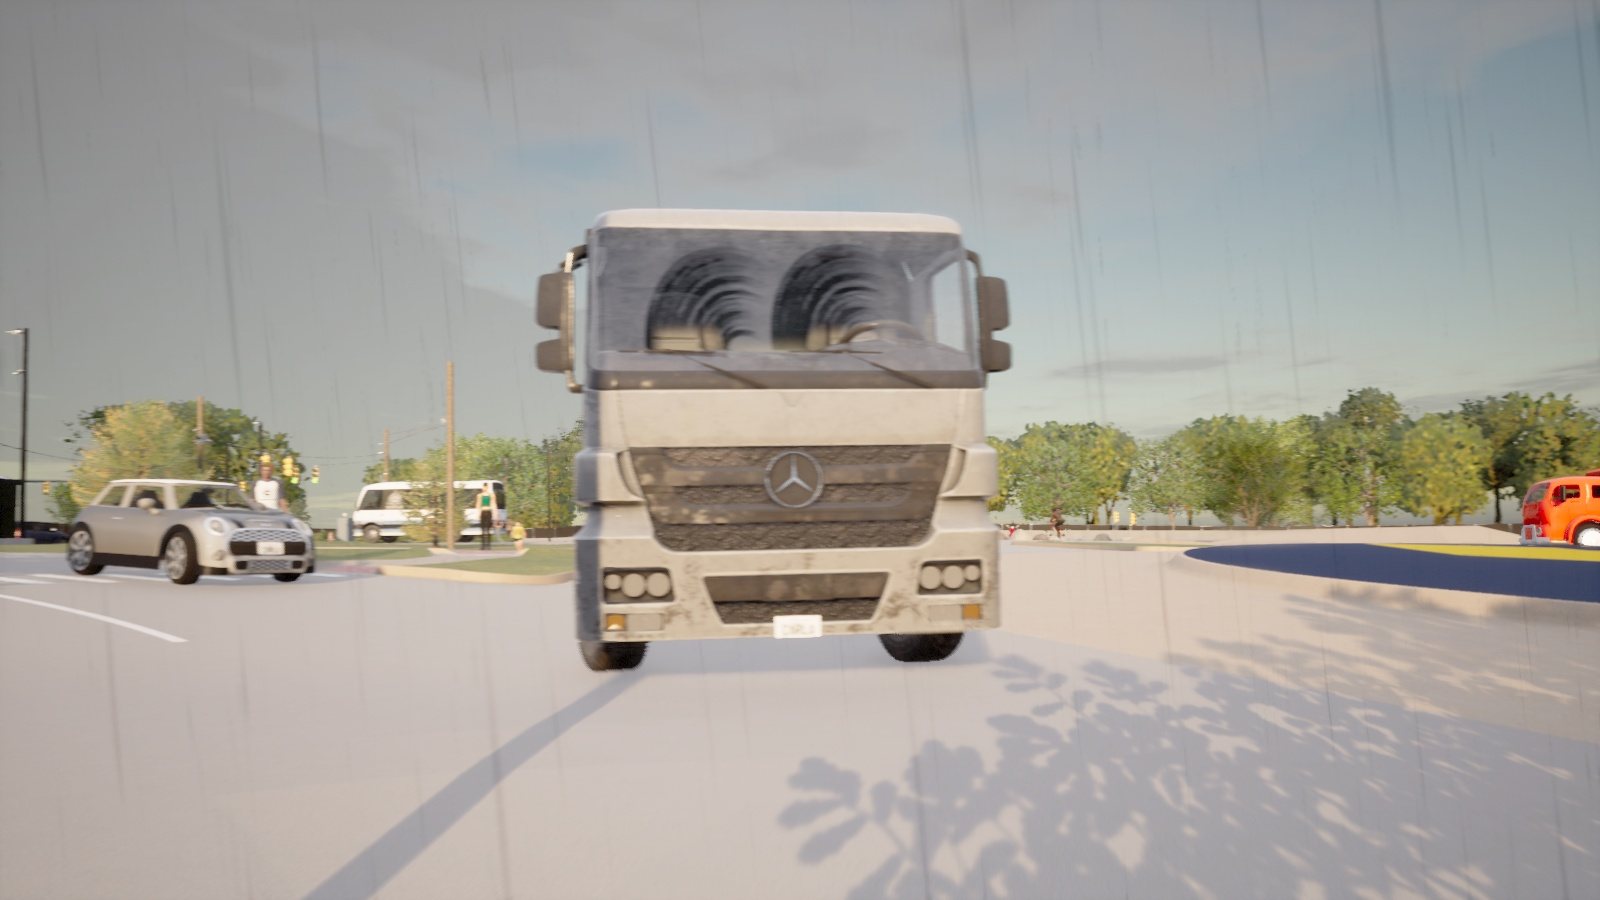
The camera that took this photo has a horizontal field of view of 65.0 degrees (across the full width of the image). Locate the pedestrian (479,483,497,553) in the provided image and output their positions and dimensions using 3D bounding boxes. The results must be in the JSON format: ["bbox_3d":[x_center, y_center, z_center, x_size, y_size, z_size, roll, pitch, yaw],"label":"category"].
[{"bbox_3d":[-8.360,1.821,33.684,0.345,1.836,0.594,-2,-4,-4],"label":"pedestrian"}]

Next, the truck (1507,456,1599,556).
[{"bbox_3d":[21.919,1.542,32.996,5.204,2.467,2.627,1,-5,11],"label":"truck"}]

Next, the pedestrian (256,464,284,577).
[{"bbox_3d":[-8.797,1.167,20.851,0.354,1.836,0.706,-1,-4,-17],"label":"pedestrian"}]

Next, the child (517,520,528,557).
[{"bbox_3d":[-8.408,2.685,38.024,0.255,1.110,0.394,-2,-4,-2],"label":"child"}]

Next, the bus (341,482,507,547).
[{"bbox_3d":[-25.947,4.521,87.022,10.273,4.253,3.944,-1,-4,6],"label":"bus"}]

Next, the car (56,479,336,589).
[{"bbox_3d":[-9.029,1.215,18.739,3.806,1.475,1.970,-1,-4,32],"label":"car"}]

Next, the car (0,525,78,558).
[{"bbox_3d":[-40.588,4.858,66.709,1.851,1.617,3.988,-2,-4,7],"label":"car"}]

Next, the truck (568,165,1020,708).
[{"bbox_3d":[-0.590,0.047,12.123,2.891,3.462,7.936,-1,-2,-8],"label":"truck"}]
